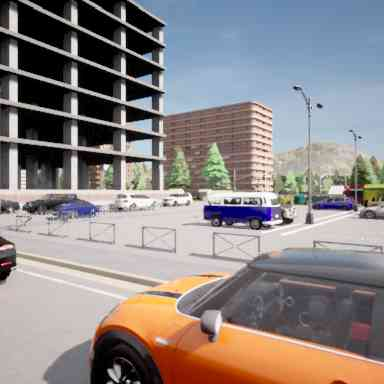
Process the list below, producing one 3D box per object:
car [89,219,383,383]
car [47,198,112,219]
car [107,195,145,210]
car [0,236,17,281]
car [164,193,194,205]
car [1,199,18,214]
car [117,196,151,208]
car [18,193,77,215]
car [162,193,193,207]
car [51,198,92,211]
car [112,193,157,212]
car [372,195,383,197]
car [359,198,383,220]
[{"bbox_3d":[1.074,1.352,3.223,4.553,1.767,2.097,0,0,35],"label":"car"},{"bbox_3d":[-9.449,1.462,28.233,1.812,1.442,4.674,0,0,35],"label":"car"},{"bbox_3d":[-8.335,1.286,42.309,2.097,1.767,4.553,0,0,35],"label":"car"},{"bbox_3d":[-6.439,1.488,8.536,4.902,1.511,2.128,0,0,35],"label":"car"},{"bbox_3d":[-2.148,1.154,57.076,2.150,2.045,5.566,0,0,36],"label":"car"},{"bbox_3d":[-19.518,1.424,32.551,2.128,1.511,4.902,0,0,36],"label":"car"},{"bbox_3d":[-8.353,1.424,48.351,2.128,1.511,4.902,0,0,35],"label":"car"},{"bbox_3d":[-14.212,1.155,33.981,2.150,2.045,5.566,0,0,35],"label":"car"},{"bbox_3d":[-2.259,1.155,50.894,2.150,2.045,5.566,0,0,35],"label":"car"},{"bbox_3d":[-14.377,1.496,39.825,1.994,1.385,4.181,0,0,35],"label":"car"},{"bbox_3d":[-6.423,1.156,38.606,2.150,2.045,5.566,0,0,35],"label":"car"},{"bbox_3d":[17.857,1.153,29.340,4.605,1.855,1.932,0,0,36],"label":"car"},{"bbox_3d":[14.651,1.395,24.775,3.806,1.475,1.970,0,0,36],"label":"car"}]
